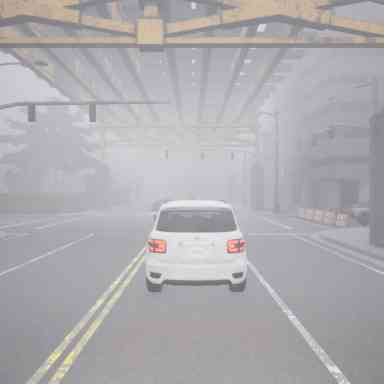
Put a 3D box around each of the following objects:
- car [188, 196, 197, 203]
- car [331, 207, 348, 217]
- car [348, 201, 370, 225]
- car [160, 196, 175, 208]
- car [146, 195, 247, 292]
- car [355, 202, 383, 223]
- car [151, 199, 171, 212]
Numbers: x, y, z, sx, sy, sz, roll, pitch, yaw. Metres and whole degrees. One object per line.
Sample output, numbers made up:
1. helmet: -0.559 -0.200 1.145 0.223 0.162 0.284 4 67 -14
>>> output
1. car: 0.124 1.526 68.171 1.812 1.442 4.674 0 0 0
2. car: 13.645 1.295 26.237 4.536 1.218 1.853 0 0 25
3. car: 13.270 1.453 22.100 4.974 1.542 2.038 0 0 -20
4. car: -3.572 1.478 49.245 1.882 1.535 5.008 0 0 0
5. car: 0.082 1.221 9.051 2.150 2.045 5.566 0 0 0
6. car: 13.318 1.295 22.118 4.536 1.218 1.853 0 0 -20
7. car: -3.585 1.564 38.819 1.994 1.385 4.181 0 0 -1
